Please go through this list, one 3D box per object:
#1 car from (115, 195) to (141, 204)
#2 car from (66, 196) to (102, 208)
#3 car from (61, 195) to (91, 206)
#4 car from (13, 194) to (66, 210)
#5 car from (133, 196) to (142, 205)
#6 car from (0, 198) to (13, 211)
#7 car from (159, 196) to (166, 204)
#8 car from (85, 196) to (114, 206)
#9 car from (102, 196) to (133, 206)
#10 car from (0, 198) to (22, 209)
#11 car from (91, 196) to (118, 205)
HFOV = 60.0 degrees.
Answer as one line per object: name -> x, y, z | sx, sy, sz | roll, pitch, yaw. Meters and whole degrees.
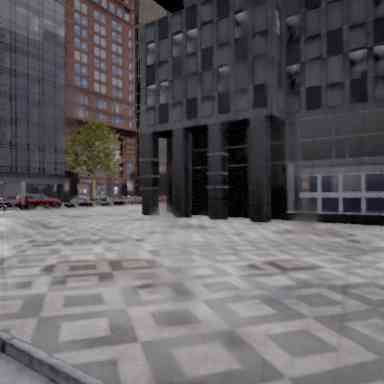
car -> -11.720, 1.344, 61.004 | 1.752, 1.417, 4.829 | 0, 0, 35
car -> -14.219, 1.363, 42.375 | 1.947, 1.339, 4.313 | 0, 0, 35
car -> -18.031, 1.284, 51.861 | 1.967, 1.590, 4.097 | 0, 0, 35
car -> -17.422, 1.129, 37.735 | 2.192, 1.841, 5.009 | 0, 0, 35
car -> -9.166, 1.331, 54.371 | 2.033, 1.411, 5.357 | -1, 0, 35
car -> -20.624, 1.415, 33.093 | 1.802, 1.307, 4.206 | 0, 0, 35
car -> -4.611, 1.300, 56.297 | 1.887, 1.381, 4.507 | 0, 0, 35
car -> -14.458, 1.382, 52.135 | 1.994, 1.385, 4.181 | -1, 0, 35
car -> -11.016, 1.347, 47.015 | 1.947, 1.339, 4.313 | 0, 0, 35
car -> -24.436, 1.443, 42.579 | 1.947, 1.339, 4.313 | 0, 0, 35
car -> -14.826, 1.413, 56.503 | 1.802, 1.307, 4.206 | 0, 0, 35
